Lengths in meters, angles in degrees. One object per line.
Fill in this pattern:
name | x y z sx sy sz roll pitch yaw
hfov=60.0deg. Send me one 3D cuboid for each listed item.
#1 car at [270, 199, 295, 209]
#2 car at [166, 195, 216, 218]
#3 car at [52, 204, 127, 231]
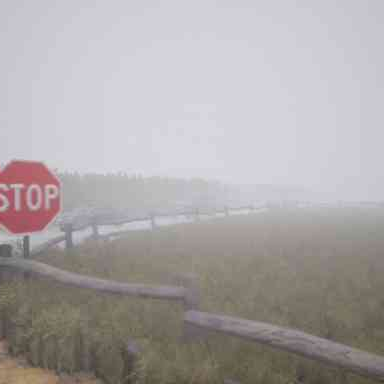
car | 10.755 1.580 39.496 2.033 1.411 5.357 0 0 33
car | 0.021 1.260 29.988 2.150 2.045 5.566 0 0 36
car | -6.343 1.531 21.033 2.128 1.511 4.902 0 0 35
